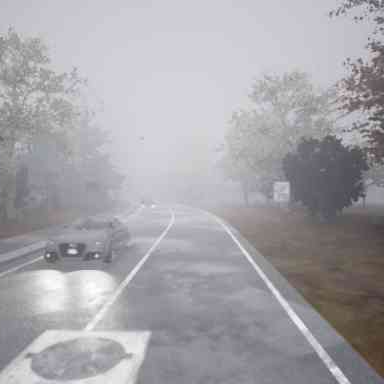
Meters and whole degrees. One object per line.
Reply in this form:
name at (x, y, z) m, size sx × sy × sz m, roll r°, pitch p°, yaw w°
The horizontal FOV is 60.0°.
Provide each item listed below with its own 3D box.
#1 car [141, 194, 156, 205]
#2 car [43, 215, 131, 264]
car at (-7.020, 1.139, 53.203) m, size 2.097 × 1.767 × 4.553 m, roll 1°, pitch 0°, yaw -13°
car at (-3.443, 1.529, 11.624) m, size 1.994 × 1.385 × 4.181 m, roll 0°, pitch 0°, yaw 1°
